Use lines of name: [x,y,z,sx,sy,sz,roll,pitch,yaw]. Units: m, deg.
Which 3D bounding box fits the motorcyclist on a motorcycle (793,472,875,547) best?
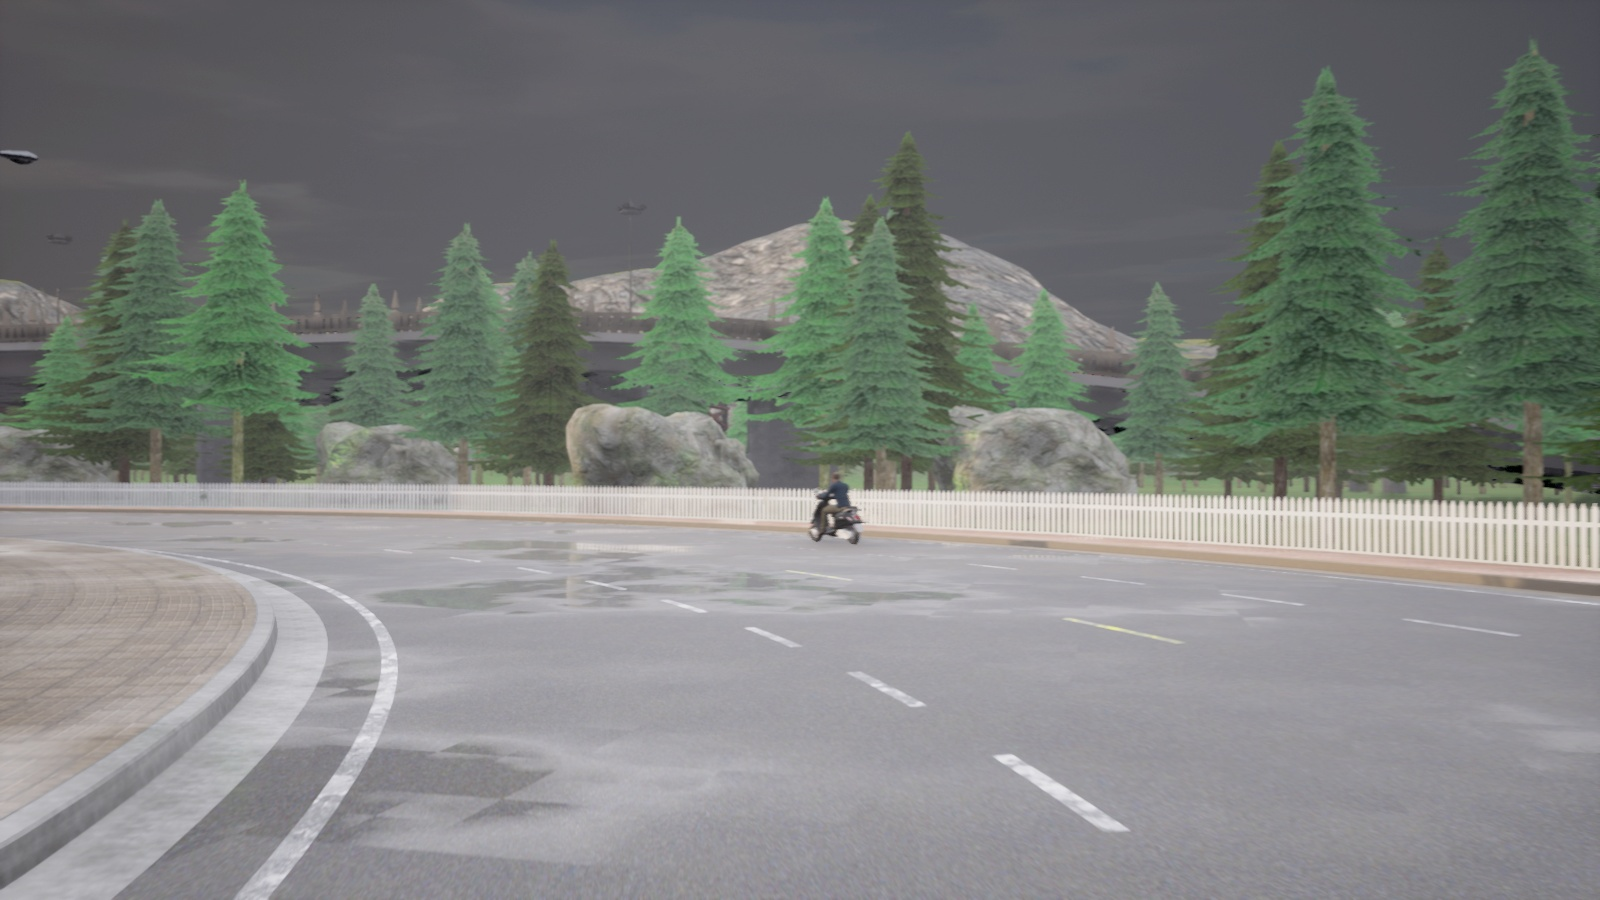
motorcyclist on a motorcycle: [0.750,1.298,27.978,0.866,1.590,1.817,0,-1,-37]
